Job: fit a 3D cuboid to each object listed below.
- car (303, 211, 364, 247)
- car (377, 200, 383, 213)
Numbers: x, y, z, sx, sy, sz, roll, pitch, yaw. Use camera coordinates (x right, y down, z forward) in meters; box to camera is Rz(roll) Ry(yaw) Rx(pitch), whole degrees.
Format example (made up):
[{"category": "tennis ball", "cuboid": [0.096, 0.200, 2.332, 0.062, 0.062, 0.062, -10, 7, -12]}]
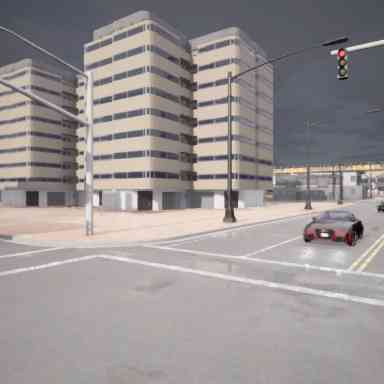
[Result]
[{"category": "car", "cuboid": [6.582, 1.569, 15.280, 1.994, 1.385, 4.181, 0, 0, 35]}, {"category": "car", "cuboid": [21.417, 1.592, 36.236, 1.895, 1.301, 4.718, 0, 0, 35]}]
